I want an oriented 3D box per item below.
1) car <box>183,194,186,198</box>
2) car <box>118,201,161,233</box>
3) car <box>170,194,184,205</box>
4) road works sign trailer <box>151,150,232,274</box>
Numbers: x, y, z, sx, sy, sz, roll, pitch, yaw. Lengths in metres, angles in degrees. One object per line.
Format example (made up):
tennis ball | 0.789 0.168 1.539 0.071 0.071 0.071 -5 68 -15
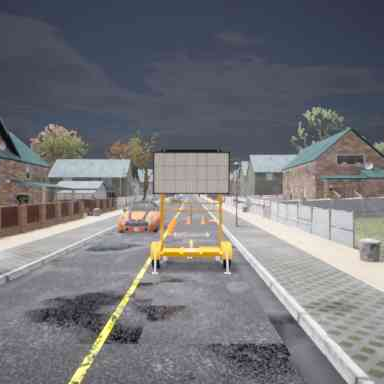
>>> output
car | -2.937 1.058 90.508 2.150 2.045 5.566 0 0 0
car | -2.889 1.357 19.514 2.097 1.767 4.553 0 0 0
car | -2.946 1.561 60.254 1.994 1.385 4.181 0 0 0
road works sign trailer | -0.021 0.467 10.528 2.380 3.560 2.880 0 0 0
